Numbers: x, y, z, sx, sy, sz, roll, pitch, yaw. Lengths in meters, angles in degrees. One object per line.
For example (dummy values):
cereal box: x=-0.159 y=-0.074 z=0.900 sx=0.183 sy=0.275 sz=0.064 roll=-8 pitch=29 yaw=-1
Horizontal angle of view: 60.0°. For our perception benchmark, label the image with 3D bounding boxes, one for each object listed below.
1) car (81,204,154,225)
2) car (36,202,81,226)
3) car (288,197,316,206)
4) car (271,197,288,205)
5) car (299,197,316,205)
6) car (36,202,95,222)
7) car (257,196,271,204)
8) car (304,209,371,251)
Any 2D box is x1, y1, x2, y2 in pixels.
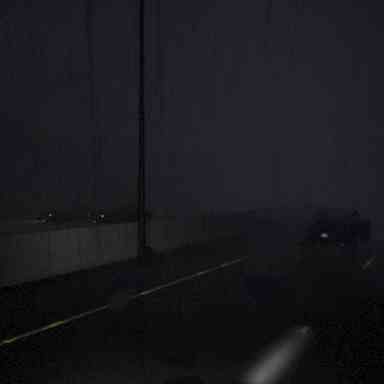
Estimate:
car: x=-4.909 y=1.592 z=22.970 sx=1.895 sy=1.301 sz=4.718 roll=0 pitch=0 yaw=37
car: x=-8.567 y=1.592 z=23.910 sx=1.895 sy=1.301 sz=4.718 roll=0 pitch=0 yaw=37
car: x=14.860 y=1.490 z=44.241 sx=1.837 sy=1.490 sz=4.892 roll=0 pitch=0 yaw=35
car: x=16.076 y=1.542 z=58.485 sx=1.994 sy=1.385 sz=4.181 roll=0 pitch=0 yaw=33
car: x=20.446 y=1.542 z=58.795 sx=1.994 sy=1.385 sz=4.181 roll=0 pitch=0 yaw=33
car: x=-10.324 y=1.554 z=27.422 sx=1.994 sy=1.385 sz=4.181 roll=0 pitch=0 yaw=37
car: x=13.653 y=1.525 z=61.094 sx=2.033 sy=1.411 sz=5.357 roll=0 pitch=0 yaw=34
car: x=6.407 y=1.472 z=14.376 sx=1.882 sy=1.535 sz=5.008 roll=0 pitch=0 yaw=36
